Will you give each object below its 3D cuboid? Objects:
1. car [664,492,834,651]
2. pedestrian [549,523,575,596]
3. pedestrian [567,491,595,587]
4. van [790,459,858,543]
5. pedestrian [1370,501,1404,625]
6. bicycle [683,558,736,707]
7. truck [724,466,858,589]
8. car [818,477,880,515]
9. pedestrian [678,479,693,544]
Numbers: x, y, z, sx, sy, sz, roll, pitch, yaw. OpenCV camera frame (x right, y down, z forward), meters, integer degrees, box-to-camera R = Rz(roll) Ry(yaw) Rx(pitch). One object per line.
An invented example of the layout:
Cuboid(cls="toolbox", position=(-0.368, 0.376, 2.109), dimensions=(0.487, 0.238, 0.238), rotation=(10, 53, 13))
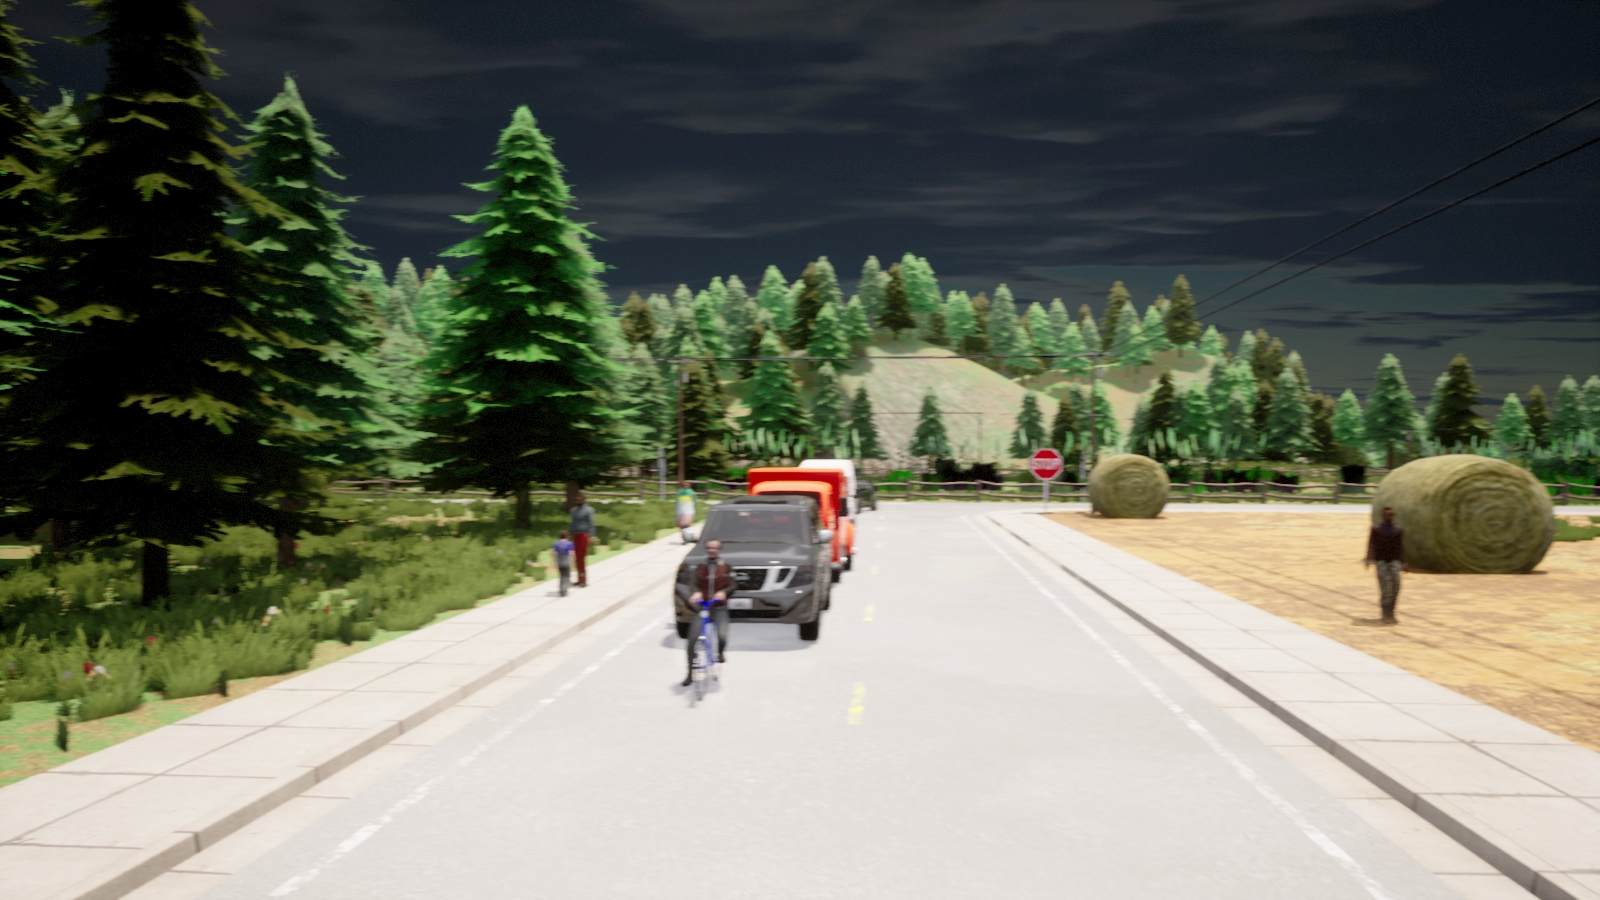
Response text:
Cuboid(cls="car", position=(-0.655, 1.819, 18.978), dimensions=(2.150, 2.045, 5.566), rotation=(0, 0, 4))
Cuboid(cls="pedestrian", position=(-4.392, 2.014, 21.079), dimensions=(0.375, 1.300, 0.375), rotation=(0, 0, 6))
Cuboid(cls="pedestrian", position=(-4.303, 1.738, 22.435), dimensions=(0.375, 1.860, 0.375), rotation=(0, 0, 32))
Cuboid(cls="van", position=(0.903, 1.614, 38.605), dimensions=(1.988, 2.561, 5.915), rotation=(0, 0, 4))
Cuboid(cls="pedestrian", position=(9.026, 1.727, 17.574), dimensions=(0.375, 1.860, 0.375), rotation=(0, 0, 10))
Cuboid(cls="bicycle", position=(-1.047, 2.088, 13.444), dimensions=(0.329, 1.471, 1.835), rotation=(0, 0, 5))
Cuboid(cls="truck", position=(-0.063, 1.622, 26.159), dimensions=(2.627, 2.467, 5.204), rotation=(0, 0, 4))
Cuboid(cls="car", position=(2.352, 2.105, 53.426), dimensions=(1.851, 1.617, 3.988), rotation=(0, 0, 19))
Cuboid(cls="pedestrian", position=(-3.282, 1.758, 32.792), dimensions=(0.375, 1.860, 0.375), rotation=(0, 0, 4))
